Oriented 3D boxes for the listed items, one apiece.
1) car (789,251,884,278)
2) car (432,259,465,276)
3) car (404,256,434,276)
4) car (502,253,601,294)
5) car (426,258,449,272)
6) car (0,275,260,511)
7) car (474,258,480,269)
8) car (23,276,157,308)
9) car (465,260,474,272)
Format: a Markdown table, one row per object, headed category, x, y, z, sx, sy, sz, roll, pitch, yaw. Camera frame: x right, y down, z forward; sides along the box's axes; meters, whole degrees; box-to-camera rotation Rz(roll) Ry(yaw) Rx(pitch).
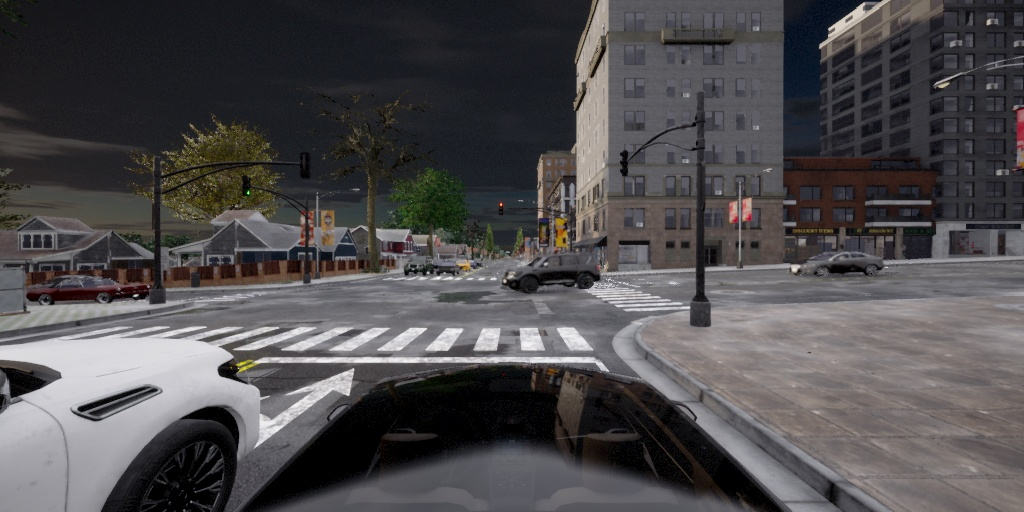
| category | x | y | z | sx | sy | sz | roll | pitch | yaw |
| --- | --- | --- | --- | --- | --- | --- | --- | --- | --- |
| car | 19.711 | 0.499 | 21.915 | 4.902 | 1.511 | 2.128 | -2 | 0 | 0 |
| car | -6.633 | 1.316 | 37.900 | 2.033 | 1.411 | 5.357 | 0 | 0 | 0 |
| car | -9.880 | 0.991 | 38.593 | 2.150 | 2.045 | 5.566 | 0 | 0 | 0 |
| car | 2.229 | 0.908 | 20.014 | 5.566 | 2.045 | 2.150 | -2 | 0 | -18 |
| car | -9.890 | 1.136 | 48.065 | 2.097 | 1.767 | 4.553 | 0 | 0 | 0 |
| car | -3.145 | 0.972 | 0.558 | 2.150 | 2.045 | 5.566 | 0 | 0 | 0 |
| car | -6.646 | 1.333 | 57.029 | 1.812 | 1.442 | 4.674 | 0 | 0 | 0 |
| car | -21.640 | 1.806 | 18.534 | 4.718 | 1.301 | 1.895 | -2 | 0 | 0 |
| car | -6.643 | 1.261 | 47.692 | 1.882 | 1.535 | 5.008 | 0 | 0 | 0 |
